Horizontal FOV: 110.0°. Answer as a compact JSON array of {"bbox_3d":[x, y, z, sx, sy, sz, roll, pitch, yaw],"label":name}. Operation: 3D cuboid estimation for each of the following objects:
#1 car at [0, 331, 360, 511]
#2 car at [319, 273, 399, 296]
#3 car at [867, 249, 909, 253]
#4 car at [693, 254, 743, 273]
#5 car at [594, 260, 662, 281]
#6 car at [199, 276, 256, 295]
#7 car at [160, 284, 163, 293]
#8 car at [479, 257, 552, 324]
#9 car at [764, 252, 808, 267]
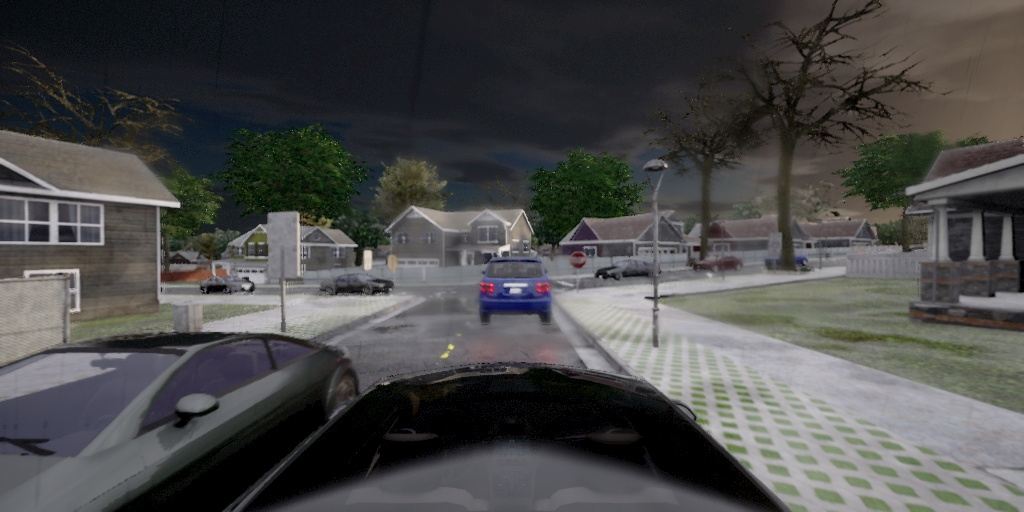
[{"bbox_3d":[-2.830,1.322,2.639,1.994,1.385,4.181,0,-1,0],"label":"car"},{"bbox_3d":[-10.210,1.870,23.777,5.357,1.411,2.033,-2,0,20],"label":"car"},{"bbox_3d":[40.096,-0.012,38.864,5.357,1.411,2.033,-2,1,-25],"label":"car"},{"bbox_3d":[18.303,0.604,31.866,5.008,1.535,1.882,-2,1,-25],"label":"car"},{"bbox_3d":[8.972,1.044,27.551,5.357,1.411,2.033,-2,2,-24],"label":"car"},{"bbox_3d":[-22.826,2.334,28.752,4.902,1.511,2.128,-2,0,22],"label":"car"},{"bbox_3d":[-34.933,2.865,33.640,4.181,1.385,1.994,-2,0,22],"label":"car"},{"bbox_3d":[0.111,1.065,12.469,2.150,2.045,5.566,0,-1,0],"label":"car"},{"bbox_3d":[27.737,0.268,36.290,5.008,1.535,1.882,-2,1,-25],"label":"car"}]
